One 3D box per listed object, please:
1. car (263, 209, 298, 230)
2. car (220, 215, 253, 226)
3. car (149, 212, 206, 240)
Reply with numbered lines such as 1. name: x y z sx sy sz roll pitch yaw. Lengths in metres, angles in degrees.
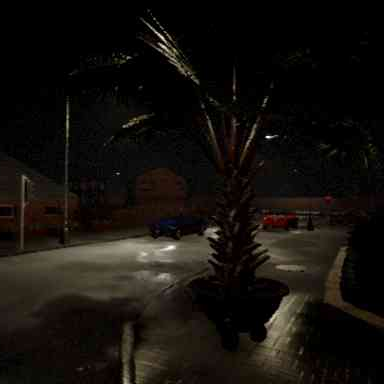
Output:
1. car: 7.695 2.265 28.664 2.097 1.767 4.553 0 -2 28
2. car: 4.155 2.408 30.687 1.882 1.535 5.008 0 -2 28
3. car: -0.808 2.087 21.364 1.882 1.535 5.008 0 -2 28
